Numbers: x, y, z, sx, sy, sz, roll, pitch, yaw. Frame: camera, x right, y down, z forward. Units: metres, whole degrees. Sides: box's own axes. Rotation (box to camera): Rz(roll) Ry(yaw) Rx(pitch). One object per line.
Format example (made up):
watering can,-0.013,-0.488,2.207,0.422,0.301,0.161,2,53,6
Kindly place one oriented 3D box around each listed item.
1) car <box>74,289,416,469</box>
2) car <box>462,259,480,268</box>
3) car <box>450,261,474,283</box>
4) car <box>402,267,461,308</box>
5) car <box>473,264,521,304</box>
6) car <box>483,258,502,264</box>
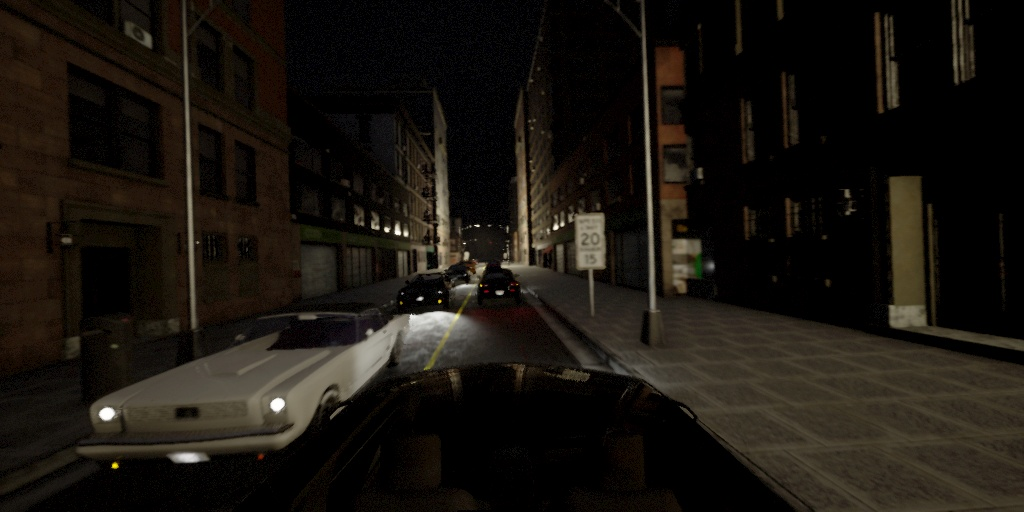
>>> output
car,-2.945,1.440,5.312,1.895,1.301,4.718,-2,0,-3
car,-4.717,1.156,37.429,1.882,1.535,5.008,-2,0,-3
car,-4.277,1.386,28.574,1.812,1.442,4.674,-2,0,-3
car,-3.522,1.409,15.374,1.994,1.385,4.181,-2,0,-3
car,-0.624,1.276,16.383,1.812,1.442,4.674,-2,0,-3
car,-2.172,1.269,42.847,1.882,1.535,5.008,-2,0,-3
